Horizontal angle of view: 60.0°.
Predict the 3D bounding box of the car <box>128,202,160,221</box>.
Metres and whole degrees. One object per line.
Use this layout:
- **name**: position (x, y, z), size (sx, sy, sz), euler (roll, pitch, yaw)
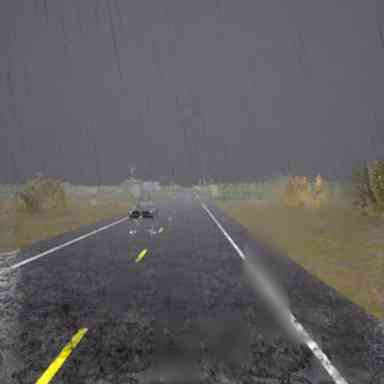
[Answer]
- **car**: position (-3.605, 1.474, 25.569), size (1.895, 1.301, 4.718), euler (0, 0, 0)
